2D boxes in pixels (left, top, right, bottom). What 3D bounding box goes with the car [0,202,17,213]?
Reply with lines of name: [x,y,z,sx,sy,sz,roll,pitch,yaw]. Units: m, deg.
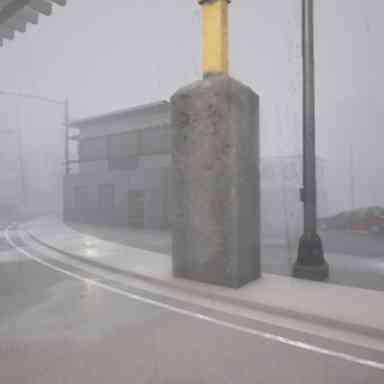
car: [-23.439,1.906,40.312,1.895,1.301,4.718,-1,-1,5]

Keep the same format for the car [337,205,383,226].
car: [15.651,2.042,29.247,5.027,1.636,2.152,-1,-1,35]

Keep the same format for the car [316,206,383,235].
car: [10.363,1.878,21.353,5.357,1.415,2.033,0,0,35]
